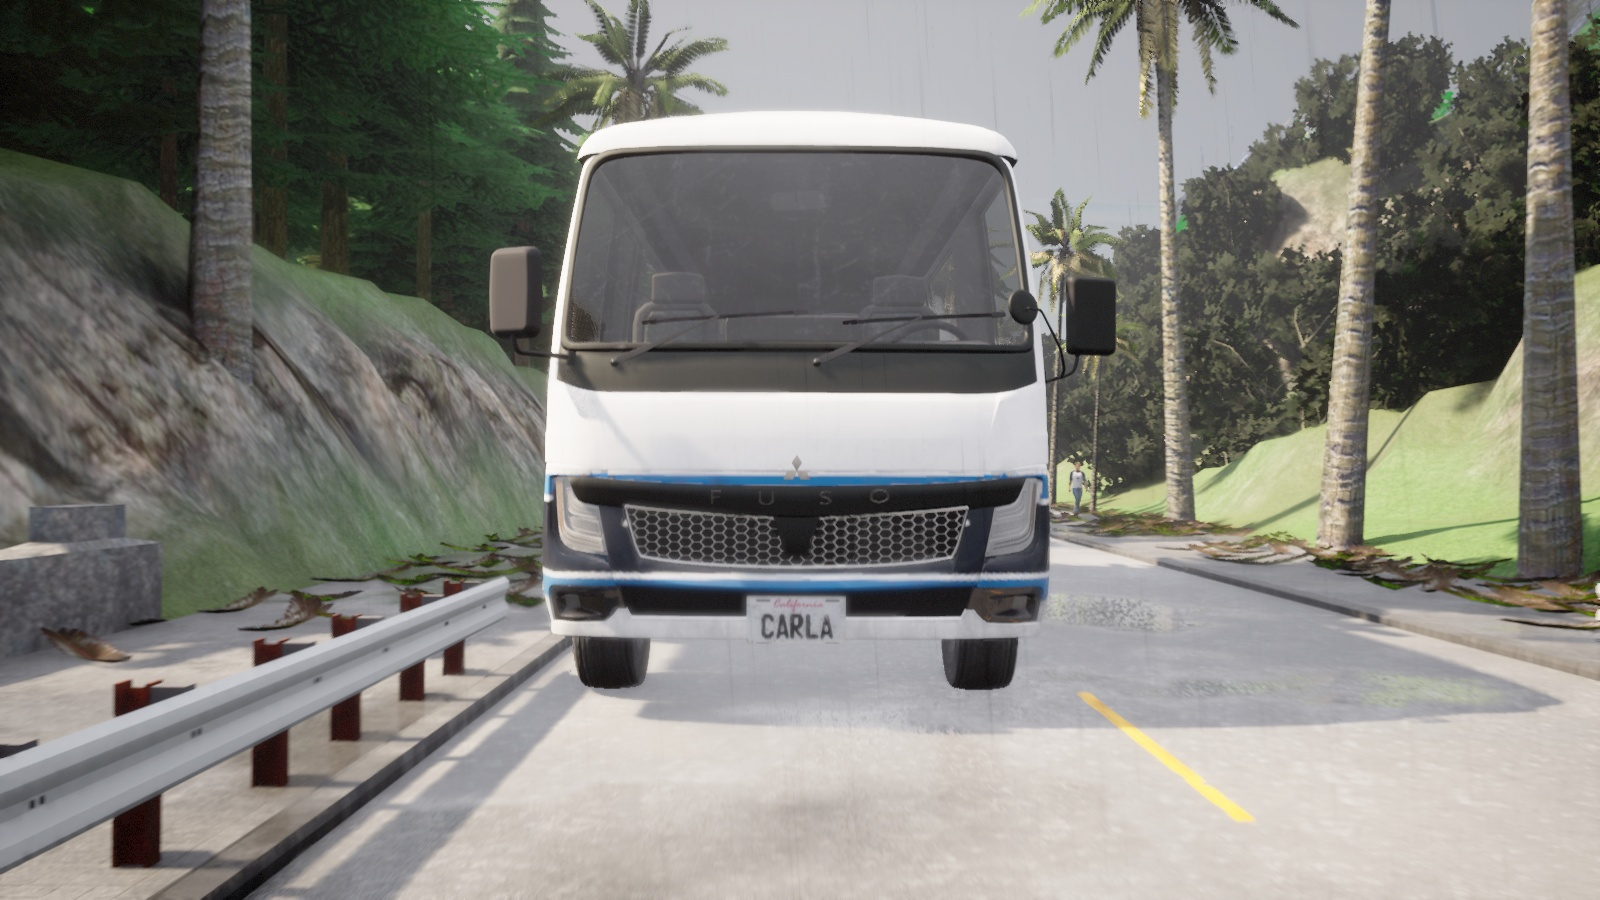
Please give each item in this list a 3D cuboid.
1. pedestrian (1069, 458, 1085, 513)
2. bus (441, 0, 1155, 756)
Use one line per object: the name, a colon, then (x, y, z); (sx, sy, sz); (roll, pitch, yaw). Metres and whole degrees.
pedestrian: (9.304, 1.180, 42.179); (0.354, 1.836, 0.706); (0, -1, 0)
bus: (-0.031, -0.359, 12.106); (3.944, 4.253, 10.273); (0, -1, 0)
